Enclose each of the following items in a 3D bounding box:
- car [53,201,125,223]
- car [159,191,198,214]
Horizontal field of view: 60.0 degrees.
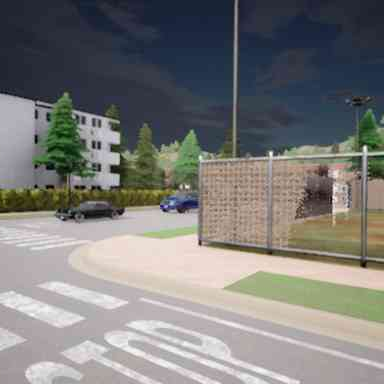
[{"bbox_3d":[-6.941,1.300,22.823,1.895,1.301,4.718,1,1,35],"label":"car"},{"bbox_3d":[-0.671,0.919,31.678,2.150,2.045,5.566,1,1,36],"label":"car"}]
